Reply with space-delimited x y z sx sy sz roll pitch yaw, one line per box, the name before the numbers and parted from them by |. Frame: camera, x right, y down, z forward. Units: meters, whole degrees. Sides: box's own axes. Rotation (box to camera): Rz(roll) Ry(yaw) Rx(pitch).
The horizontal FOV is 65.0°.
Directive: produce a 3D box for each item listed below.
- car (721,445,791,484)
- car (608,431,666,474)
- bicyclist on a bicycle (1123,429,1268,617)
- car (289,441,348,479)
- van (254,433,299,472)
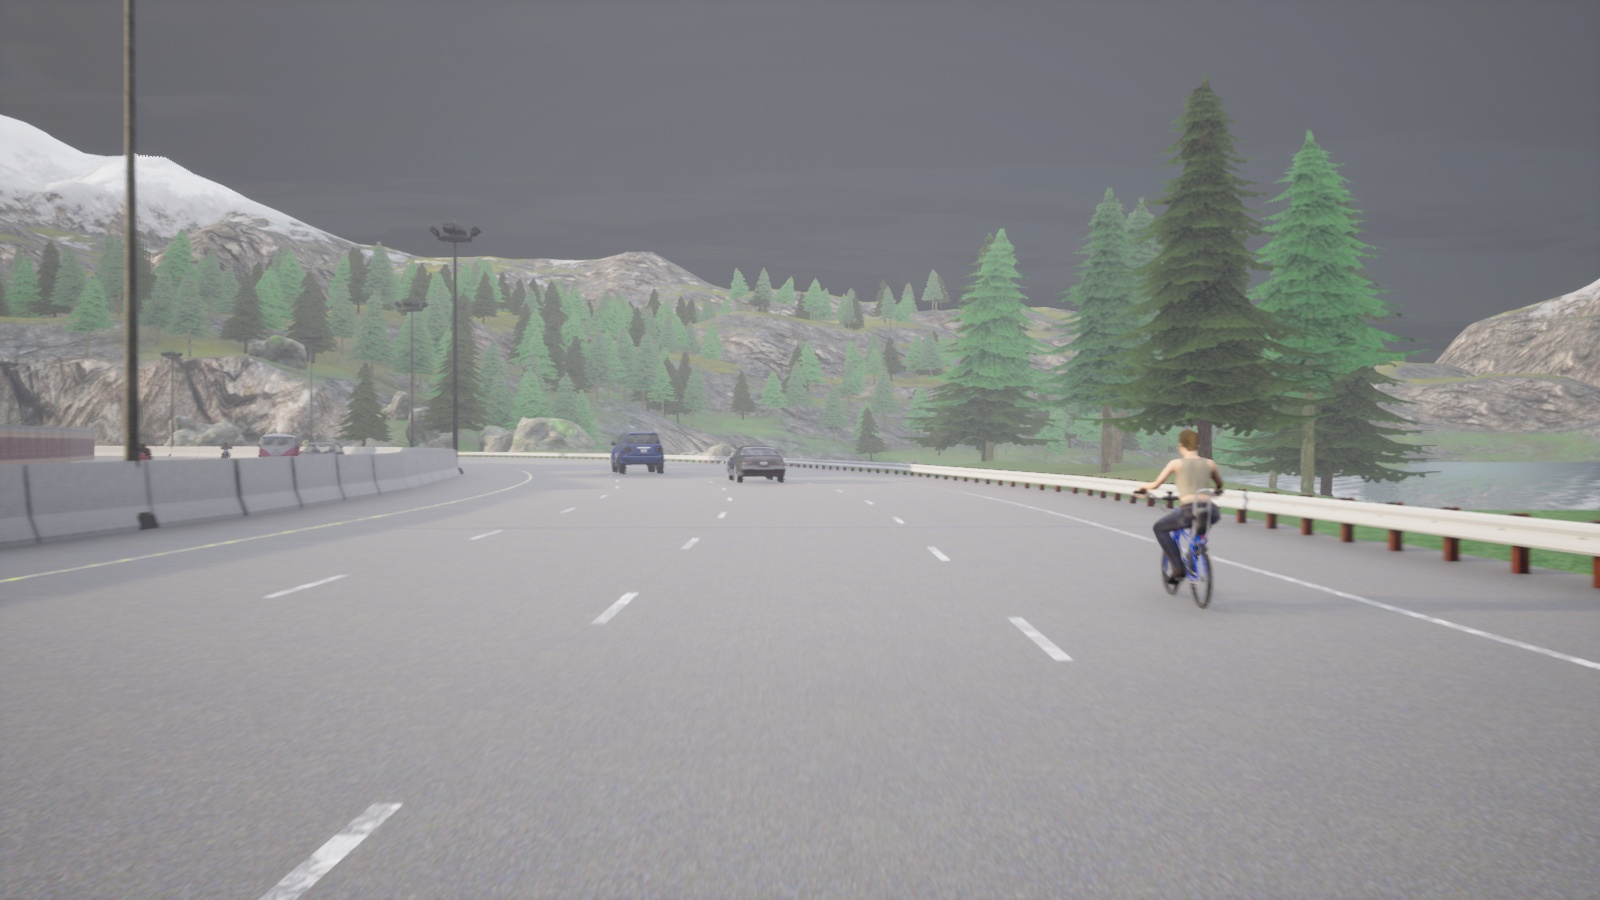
car | -1.783 0.520 48.872 2.033 1.411 5.357 0 0 -9
car | -8.167 0.111 62.464 2.150 2.045 5.566 0 0 -14
bicyclist on a bicycle | 3.577 0.622 11.501 0.866 1.612 1.509 0 0 1
car | -20.461 0.411 53.471 1.789 1.549 3.705 0 0 -12
van | -27.258 0.112 65.527 1.775 1.987 4.442 0 0 -18
